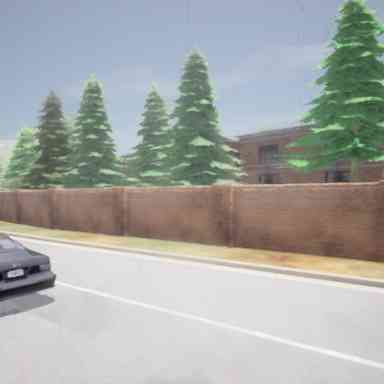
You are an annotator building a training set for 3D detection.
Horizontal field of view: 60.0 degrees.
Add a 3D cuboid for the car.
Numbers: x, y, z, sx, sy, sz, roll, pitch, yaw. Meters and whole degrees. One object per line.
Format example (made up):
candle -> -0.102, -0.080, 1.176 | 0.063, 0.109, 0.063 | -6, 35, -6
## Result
car -> -5.401, 1.616, 7.815 | 5.357, 1.411, 2.033 | -1, 0, 36
